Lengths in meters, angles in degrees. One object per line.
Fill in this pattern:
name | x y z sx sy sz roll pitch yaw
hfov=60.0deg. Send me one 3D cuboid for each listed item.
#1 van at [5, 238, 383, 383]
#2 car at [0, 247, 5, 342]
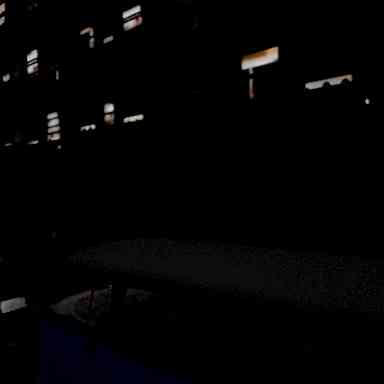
van | 0.421 1.352 2.584 3.998 1.788 1.690 -1 -1 36
car | -4.183 1.635 5.872 4.313 1.339 1.947 -1 -1 36
